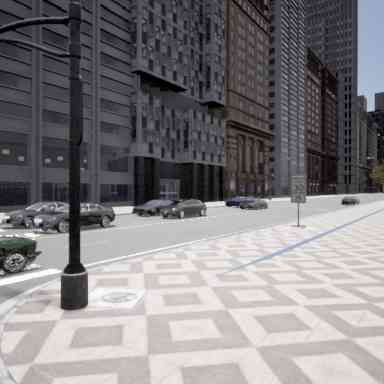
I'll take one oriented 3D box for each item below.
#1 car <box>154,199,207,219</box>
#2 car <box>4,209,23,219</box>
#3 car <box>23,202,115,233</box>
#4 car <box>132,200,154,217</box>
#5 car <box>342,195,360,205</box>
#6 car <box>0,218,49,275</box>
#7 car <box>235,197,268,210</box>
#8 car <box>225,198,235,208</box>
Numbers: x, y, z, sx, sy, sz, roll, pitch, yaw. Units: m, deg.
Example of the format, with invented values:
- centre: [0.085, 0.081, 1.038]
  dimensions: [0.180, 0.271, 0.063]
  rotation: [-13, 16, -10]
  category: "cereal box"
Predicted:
- centre: [-0.630, 1.350, 27.610]
  dimensions: [1.837, 1.490, 4.892]
  rotation: [0, 1, 36]
  category: "car"
- centre: [-9.276, 1.393, 21.153]
  dimensions: [2.128, 1.511, 4.902]
  rotation: [0, 0, 37]
  category: "car"
- centre: [-6.662, 1.401, 19.255]
  dimensions: [2.128, 1.511, 4.902]
  rotation: [0, 0, 34]
  category: "car"
- centre: [-2.949, 1.381, 29.953]
  dimensions: [2.033, 1.411, 5.357]
  rotation: [0, 0, 36]
  category: "car"
- centre: [24.260, 1.198, 50.699]
  dimensions: [1.994, 1.385, 4.181]
  rotation: [0, 0, 36]
  category: "car"
- centre: [-6.352, 1.587, 8.212]
  dimensions: [1.895, 1.301, 4.718]
  rotation: [0, 1, 36]
  category: "car"
- centre: [7.129, 1.323, 38.345]
  dimensions: [1.994, 1.385, 4.181]
  rotation: [0, 0, 36]
  category: "car"
- centre: [6.043, 1.334, 42.383]
  dimensions: [1.895, 1.301, 4.718]
  rotation: [0, 0, 36]
  category: "car"
